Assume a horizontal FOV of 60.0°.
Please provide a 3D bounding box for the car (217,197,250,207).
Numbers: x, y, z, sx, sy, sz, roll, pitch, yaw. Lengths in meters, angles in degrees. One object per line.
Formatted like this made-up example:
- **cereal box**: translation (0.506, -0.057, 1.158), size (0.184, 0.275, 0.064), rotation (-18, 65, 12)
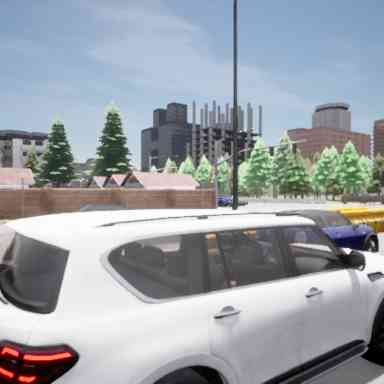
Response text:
- **car**: translation (6.283, 1.525, 50.985), size (2.033, 1.411, 5.357), rotation (0, 0, -33)

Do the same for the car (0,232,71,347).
- **car**: translation (-4.743, 1.548, 4.662), size (5.357, 1.411, 2.033), rotation (0, 0, -36)

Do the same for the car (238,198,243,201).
- **car**: translation (4.273, 1.201, 47.690), size (2.150, 2.045, 5.566), rotation (0, 0, -33)

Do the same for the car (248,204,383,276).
- **car**: translation (4.231, 1.346, 11.051), size (4.553, 1.767, 2.097), rotation (0, 0, -35)

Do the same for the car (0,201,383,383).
- **car**: translation (0.535, 1.220, 4.124), size (5.566, 2.045, 2.150), rotation (0, 0, -35)
